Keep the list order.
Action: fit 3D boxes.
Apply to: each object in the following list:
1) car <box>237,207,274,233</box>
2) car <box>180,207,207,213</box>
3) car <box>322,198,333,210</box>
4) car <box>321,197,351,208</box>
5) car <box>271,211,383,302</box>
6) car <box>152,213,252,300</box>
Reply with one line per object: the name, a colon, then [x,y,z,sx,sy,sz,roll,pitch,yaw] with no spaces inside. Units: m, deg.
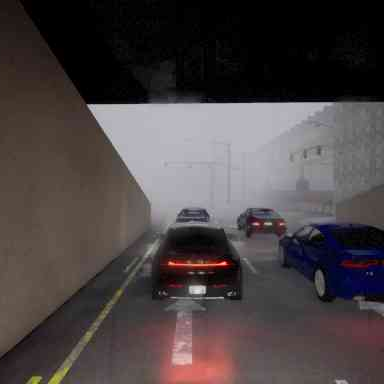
car: [3.632,1.547,18.114,2.033,1.411,5.357,0,0,0]
car: [0.099,1.547,18.126,2.033,1.411,5.357,0,0,3]
car: [17.611,1.453,40.675,4.974,1.542,2.038,0,0,-45]
car: [17.648,1.295,40.712,4.536,1.218,1.853,0,0,-45]
car: [3.604,1.478,8.362,1.882,1.535,5.008,0,0,0]
car: [0.105,1.505,8.380,1.837,1.490,4.892,0,0,0]
